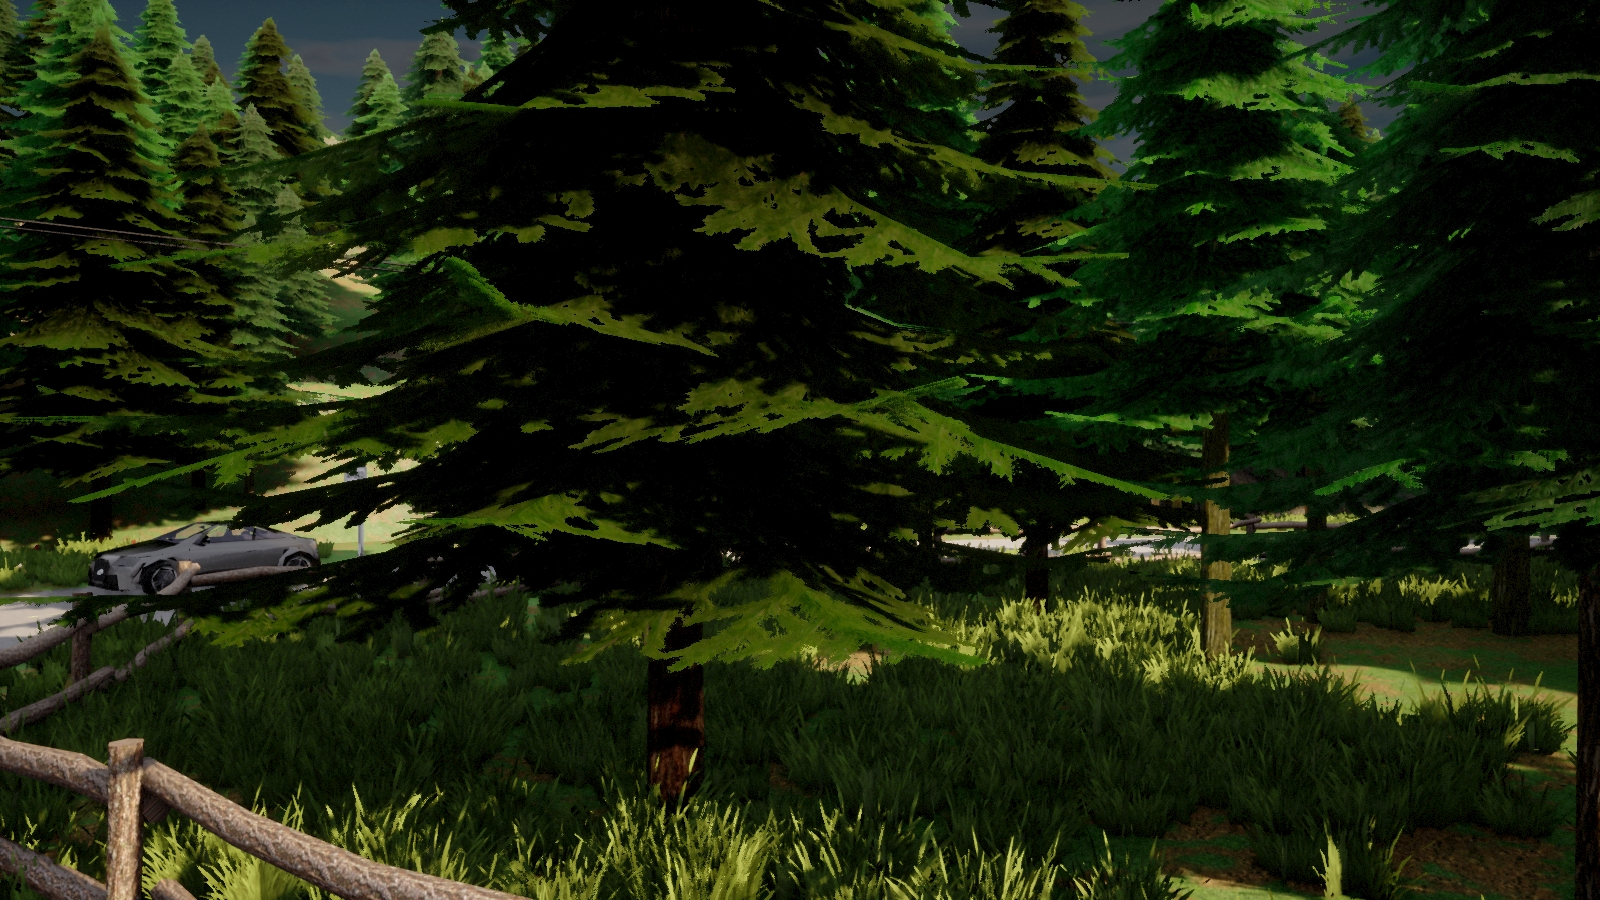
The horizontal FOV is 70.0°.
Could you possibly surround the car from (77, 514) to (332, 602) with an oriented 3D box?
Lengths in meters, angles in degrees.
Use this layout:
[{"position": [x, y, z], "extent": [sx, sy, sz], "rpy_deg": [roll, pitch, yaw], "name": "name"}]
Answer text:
[{"position": [-12.055, 2.119, 23.321], "extent": [1.994, 1.385, 4.181], "rpy_deg": [0, 0, 41], "name": "car"}]
